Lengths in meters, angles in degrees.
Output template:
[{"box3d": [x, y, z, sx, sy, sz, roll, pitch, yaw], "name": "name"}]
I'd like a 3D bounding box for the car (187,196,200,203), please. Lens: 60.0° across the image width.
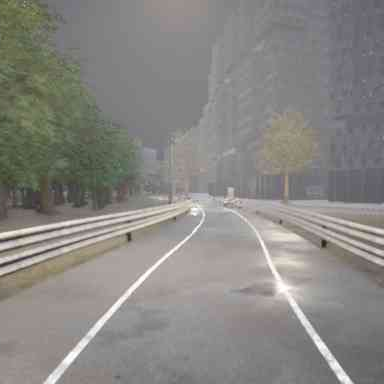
[{"box3d": [0.198, 1.529, 69.189, 1.895, 1.301, 4.718, 0, 0, -12], "name": "car"}]
